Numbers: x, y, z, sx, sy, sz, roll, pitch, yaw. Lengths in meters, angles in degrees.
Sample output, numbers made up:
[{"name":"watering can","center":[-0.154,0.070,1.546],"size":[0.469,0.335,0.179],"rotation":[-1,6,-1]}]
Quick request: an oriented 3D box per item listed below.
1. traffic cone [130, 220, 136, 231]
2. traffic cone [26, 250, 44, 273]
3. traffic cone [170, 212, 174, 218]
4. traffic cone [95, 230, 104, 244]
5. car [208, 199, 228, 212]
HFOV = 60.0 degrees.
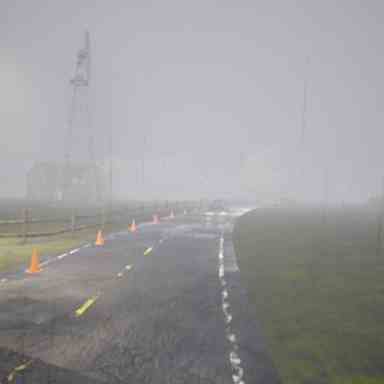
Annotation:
[{"name":"traffic cone","center":[-3.411,1.945,19.432],"size":[0.340,0.580,0.340],"rotation":[0,0,7]},{"name":"traffic cone","center":[-4.404,1.932,9.324],"size":[0.340,0.580,0.340],"rotation":[0,0,4]},{"name":"traffic cone","center":[-1.775,1.978,29.457],"size":[0.340,0.580,0.340],"rotation":[0,0,11]},{"name":"traffic cone","center":[-3.988,1.936,14.386],"size":[0.340,0.580,0.340],"rotation":[0,0,6]},{"name":"car","center":[3.204,1.593,40.468],"size":[1.837,1.490,4.892],"rotation":[0,0,16]}]
